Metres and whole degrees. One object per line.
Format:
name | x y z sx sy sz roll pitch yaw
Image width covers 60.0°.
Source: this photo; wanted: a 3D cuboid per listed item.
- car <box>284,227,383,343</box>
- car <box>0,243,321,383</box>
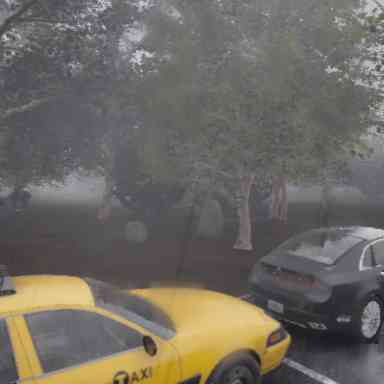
car | 3.294 1.420 6.384 4.892 1.521 2.231 -1 2 -33
car | -1.376 1.463 3.049 5.366 1.575 1.946 0 1 -33
